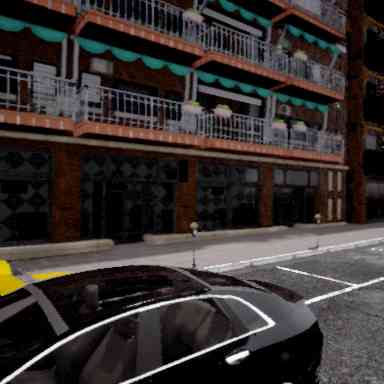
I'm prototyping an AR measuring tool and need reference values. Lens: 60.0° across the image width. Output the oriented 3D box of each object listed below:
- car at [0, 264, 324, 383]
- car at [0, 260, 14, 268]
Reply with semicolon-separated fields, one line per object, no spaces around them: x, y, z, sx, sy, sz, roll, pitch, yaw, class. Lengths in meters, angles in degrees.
-0.895;1.504;2.740;4.892;1.490;1.837;0;0;-36;car
-3.513;1.526;4.041;4.829;1.417;1.752;0;1;-35;car
